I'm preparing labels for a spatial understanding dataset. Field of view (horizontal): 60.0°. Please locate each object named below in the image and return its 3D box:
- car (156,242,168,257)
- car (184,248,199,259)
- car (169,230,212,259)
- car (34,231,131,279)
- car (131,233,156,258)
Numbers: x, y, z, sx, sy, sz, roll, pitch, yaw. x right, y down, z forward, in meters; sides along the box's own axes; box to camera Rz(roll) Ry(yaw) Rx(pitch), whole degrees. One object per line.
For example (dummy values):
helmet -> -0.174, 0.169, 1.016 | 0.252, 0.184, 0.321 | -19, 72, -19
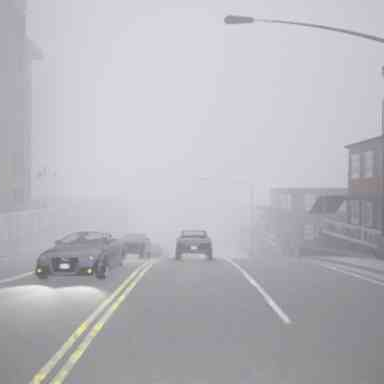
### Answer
car -> -3.579, 5.376, 30.533 | 1.837, 1.490, 4.892 | 0, -12, 0
car -> -0.031, 8.072, 43.985 | 1.895, 1.301, 4.718 | 0, -8, 0
car -> 0.091, 2.864, 18.244 | 2.128, 1.511, 4.902 | 0, -10, 0
car -> -3.592, 2.045, 11.381 | 1.994, 1.385, 4.181 | 0, -4, 0
car -> -3.601, 3.252, 20.526 | 1.882, 1.535, 5.008 | 0, -11, 0
